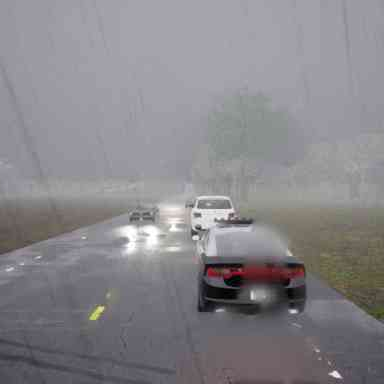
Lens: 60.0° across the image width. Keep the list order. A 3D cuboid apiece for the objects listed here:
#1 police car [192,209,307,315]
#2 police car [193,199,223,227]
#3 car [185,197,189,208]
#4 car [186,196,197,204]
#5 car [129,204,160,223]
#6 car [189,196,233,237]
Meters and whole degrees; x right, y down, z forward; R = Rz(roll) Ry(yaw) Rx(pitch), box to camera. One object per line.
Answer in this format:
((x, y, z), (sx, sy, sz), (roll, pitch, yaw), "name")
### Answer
((1.043, 1.421, 7.811), (1.930, 1.638, 5.238), (0, 0, 0), "police car")
((1.028, 1.407, 23.814), (1.930, 1.638, 5.238), (0, 0, 0), "police car")
((-0.002, 1.480, 45.574), (2.033, 1.411, 5.357), (0, 0, 1), "car")
((-0.058, 1.482, 60.432), (1.895, 1.301, 4.718), (0, 0, 0), "car")
((-3.526, 1.580, 25.284), (1.895, 1.301, 4.718), (0, 0, 0), "car")
((1.034, 1.213, 17.732), (2.150, 2.045, 5.566), (0, 0, 0), "car")
